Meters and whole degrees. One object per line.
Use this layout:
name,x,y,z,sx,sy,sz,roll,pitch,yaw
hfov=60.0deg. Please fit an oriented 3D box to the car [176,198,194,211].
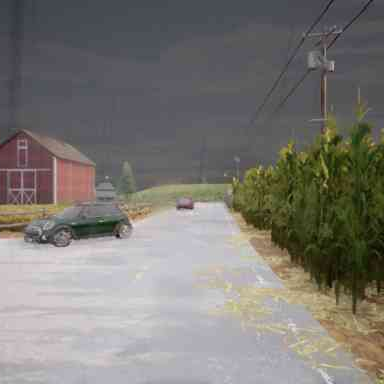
car,-0.835,1.489,40.736,1.882,1.535,5.008,0,0,5

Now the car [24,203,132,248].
car,-4.981,1.344,14.990,2.097,1.767,4.553,-2,-1,41
